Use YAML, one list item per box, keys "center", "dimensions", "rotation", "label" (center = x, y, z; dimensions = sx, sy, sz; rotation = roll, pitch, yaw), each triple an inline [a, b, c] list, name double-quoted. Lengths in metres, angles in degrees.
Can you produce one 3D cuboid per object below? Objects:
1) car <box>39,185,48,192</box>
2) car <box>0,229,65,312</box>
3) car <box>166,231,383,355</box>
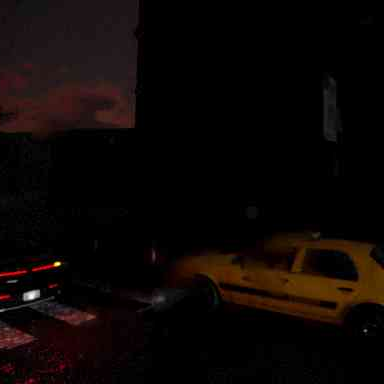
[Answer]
- center: [-32.455, -0.896, 75.587]
  dimensions: [4.553, 1.767, 2.185]
  rotation: [3, 2, 24]
  label: "car"
- center: [-4.740, 1.584, 7.376]
  dimensions: [4.892, 1.490, 1.837]
  rotation: [0, 0, 38]
  label: "car"
- center: [1.960, 1.498, 6.124]
  dimensions: [5.366, 1.575, 1.946]
  rotation: [-1, 0, 36]
  label: "car"
